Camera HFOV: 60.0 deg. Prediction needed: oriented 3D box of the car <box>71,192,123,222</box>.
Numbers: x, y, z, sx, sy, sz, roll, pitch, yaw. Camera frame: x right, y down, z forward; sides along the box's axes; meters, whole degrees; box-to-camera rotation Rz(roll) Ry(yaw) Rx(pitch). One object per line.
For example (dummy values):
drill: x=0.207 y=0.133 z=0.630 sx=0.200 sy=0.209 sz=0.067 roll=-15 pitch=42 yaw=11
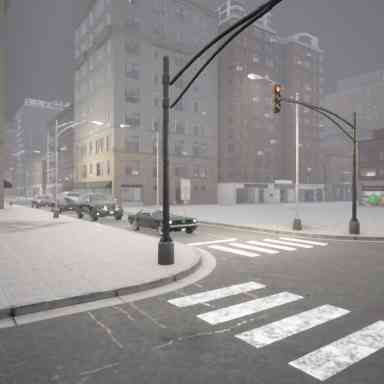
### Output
car: x=-7.341 y=1.102 z=26.032 sx=2.150 sy=2.045 sz=5.566 roll=0 pitch=0 yaw=-35

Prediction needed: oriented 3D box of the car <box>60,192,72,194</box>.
car: x=-16.268 y=1.008 z=43.623 sx=2.150 sy=2.045 sz=5.566 roll=0 pitch=0 yaw=-35

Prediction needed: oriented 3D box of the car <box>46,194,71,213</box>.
car: x=-13.213 y=1.311 z=34.287 sx=1.882 sy=1.535 sz=5.008 roll=0 pitch=0 yaw=-36

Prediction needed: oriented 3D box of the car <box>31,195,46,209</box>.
car: x=-19.118 y=1.139 z=42.622 sx=2.097 sy=1.767 sz=4.553 roll=0 pitch=0 yaw=-35

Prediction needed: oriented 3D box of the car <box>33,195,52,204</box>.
car: x=-25.467 y=1.269 z=56.518 sx=2.033 sy=1.411 sz=5.357 roll=0 pitch=0 yaw=-35

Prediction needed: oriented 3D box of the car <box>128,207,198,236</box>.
car: x=-1.695 y=1.527 z=18.129 sx=1.895 sy=1.301 sz=4.718 roll=0 pitch=0 yaw=-36
